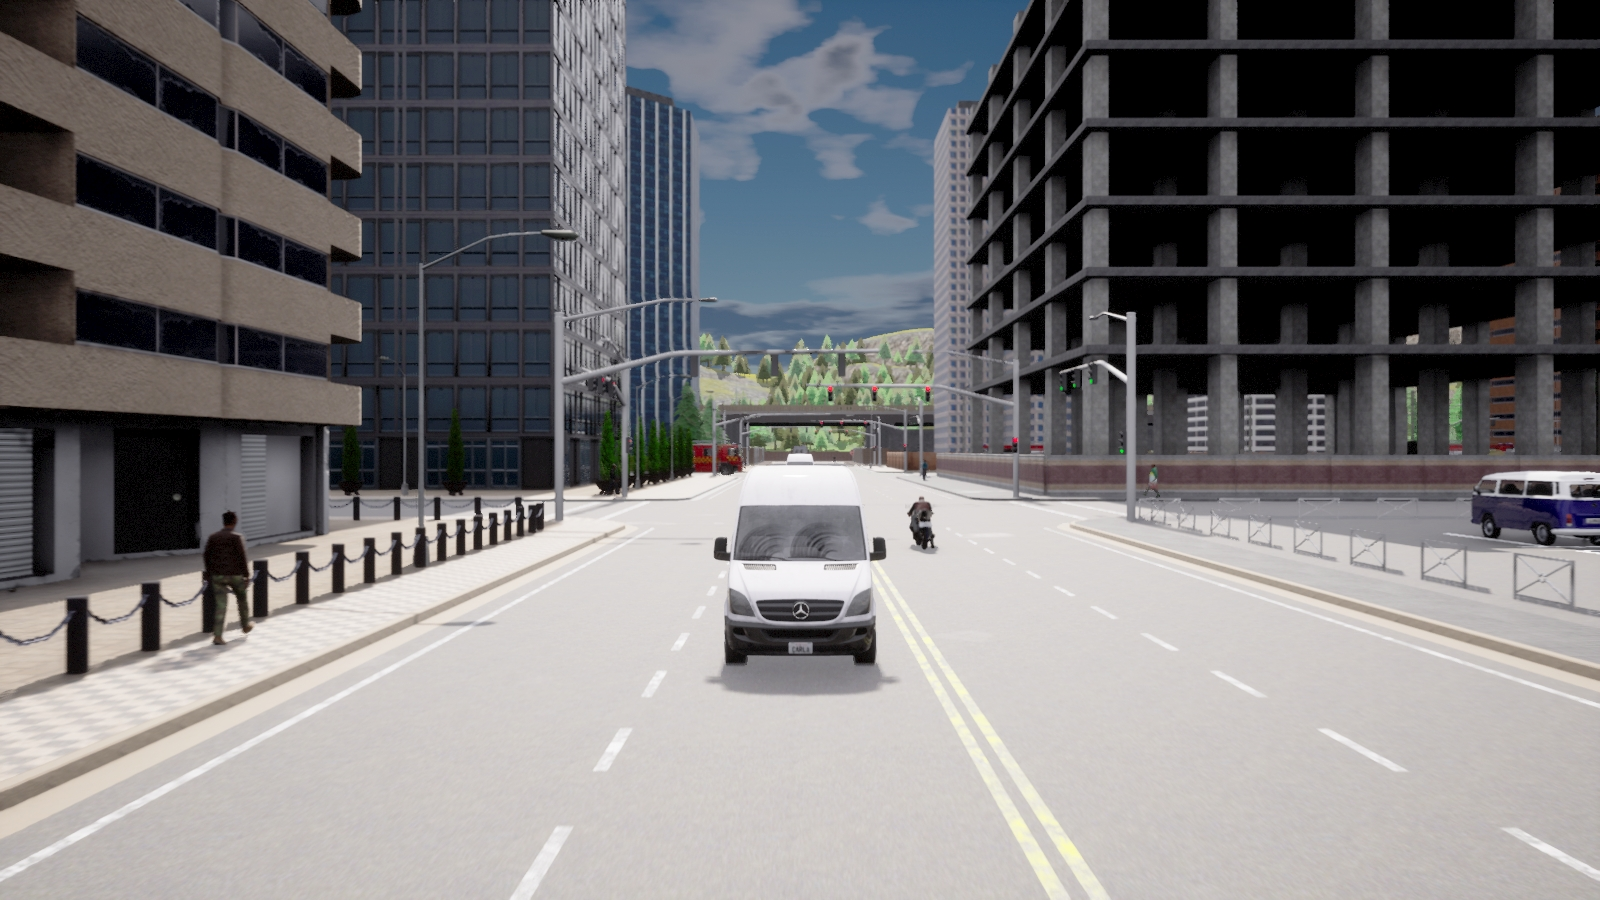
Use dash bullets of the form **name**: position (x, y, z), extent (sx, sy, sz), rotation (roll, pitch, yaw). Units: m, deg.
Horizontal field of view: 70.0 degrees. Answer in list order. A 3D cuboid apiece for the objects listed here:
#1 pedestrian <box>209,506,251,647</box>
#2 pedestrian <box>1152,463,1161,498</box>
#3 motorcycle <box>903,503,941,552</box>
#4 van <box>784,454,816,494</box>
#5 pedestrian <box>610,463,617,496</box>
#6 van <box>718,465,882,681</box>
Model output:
- **pedestrian**: position (-7.703, 1.700, 15.452), extent (0.375, 1.860, 0.375), rotation (0, 0, -1)
- **pedestrian**: position (19.170, 1.651, 61.473), extent (0.375, 1.860, 0.375), rotation (0, 0, -2)
- **motorcycle**: position (3.504, 2.211, 32.922), extent (0.867, 1.251, 2.209), rotation (0, 0, 0)
- **van**: position (0.004, 1.546, 75.688), extent (1.988, 2.561, 5.915), rotation (0, 0, 0)
- **pedestrian**: position (-10.499, 1.652, 64.315), extent (0.375, 1.860, 0.375), rotation (0, 0, -4)
- **van**: position (-0.001, 1.537, 16.876), extent (1.988, 2.561, 5.915), rotation (0, 0, 0)
